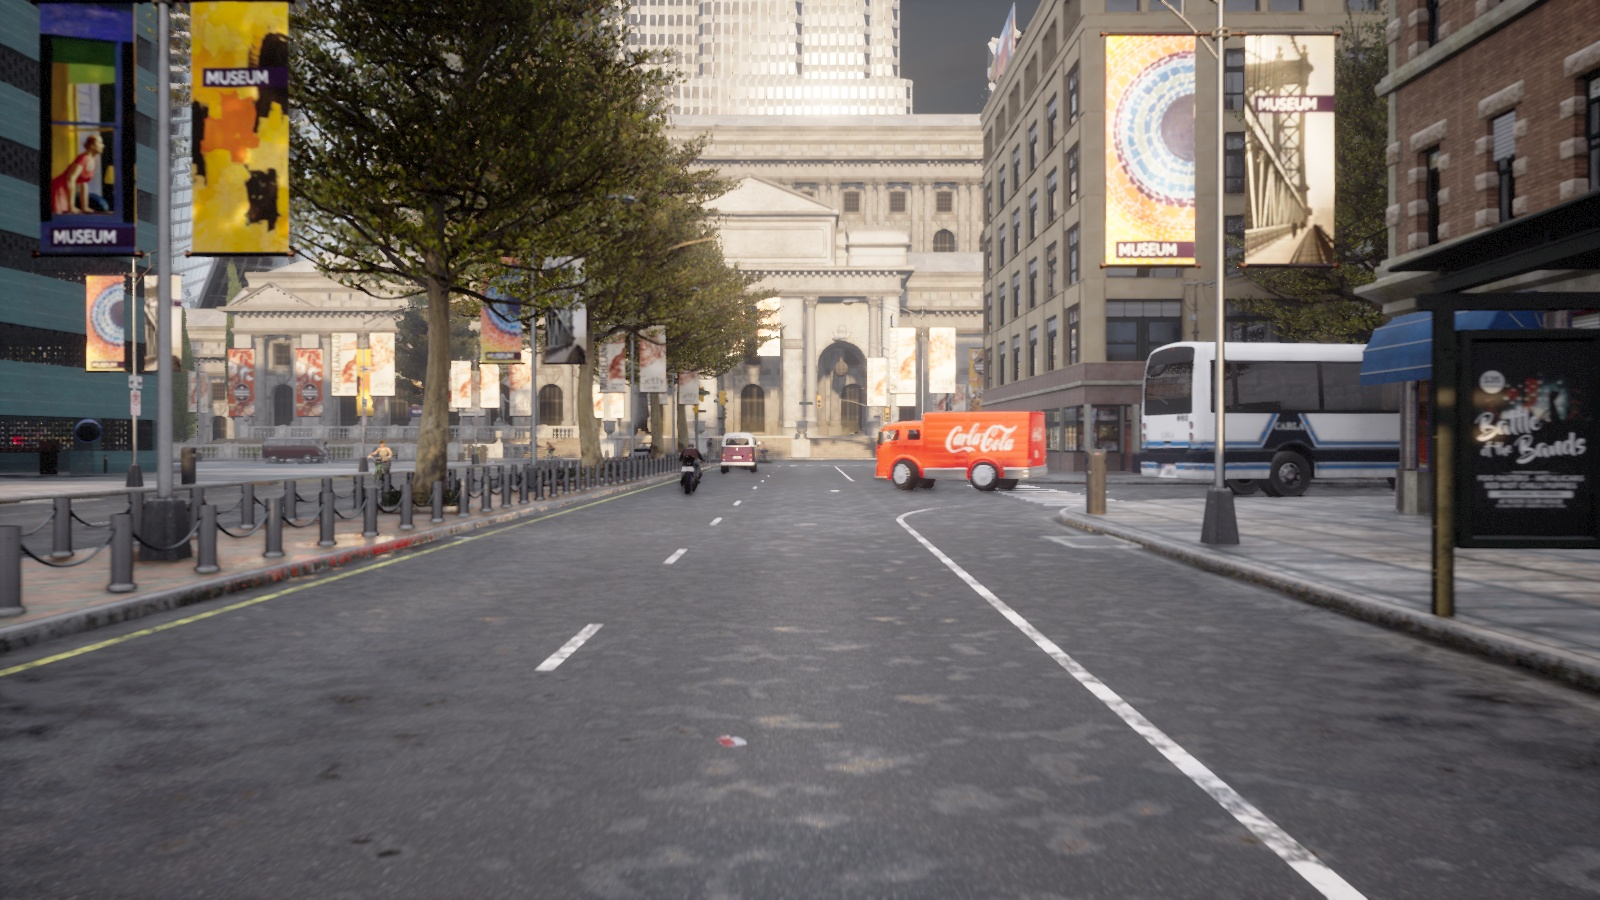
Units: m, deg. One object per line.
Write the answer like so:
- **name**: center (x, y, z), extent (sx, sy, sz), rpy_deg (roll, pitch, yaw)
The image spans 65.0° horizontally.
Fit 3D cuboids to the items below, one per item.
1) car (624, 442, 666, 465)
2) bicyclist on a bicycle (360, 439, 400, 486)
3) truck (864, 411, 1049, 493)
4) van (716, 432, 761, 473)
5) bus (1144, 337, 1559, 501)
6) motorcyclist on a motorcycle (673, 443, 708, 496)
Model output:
- **car**: center (-10.720, 0.226, 87.055), extent (1.789, 1.549, 3.705), rpy_deg (0, 0, 11)
- **bicyclist on a bicycle**: center (-14.730, 0.423, 44.080), extent (0.866, 1.612, 1.509), rpy_deg (0, 0, 1)
- **truck**: center (4.963, 0.034, 39.700), extent (5.204, 2.467, 2.627), rpy_deg (0, 1, 26)
- **van**: center (-3.118, 0.103, 64.692), extent (2.069, 2.038, 4.480), rpy_deg (0, 0, 0)
- **bus**: center (15.386, -0.817, 35.381), extent (10.273, 4.253, 3.944), rpy_deg (0, 0, -11)
- **motorcyclist on a motorcycle**: center (-3.271, 0.566, 37.720), extent (0.866, 1.530, 2.191), rpy_deg (0, 0, 0)
